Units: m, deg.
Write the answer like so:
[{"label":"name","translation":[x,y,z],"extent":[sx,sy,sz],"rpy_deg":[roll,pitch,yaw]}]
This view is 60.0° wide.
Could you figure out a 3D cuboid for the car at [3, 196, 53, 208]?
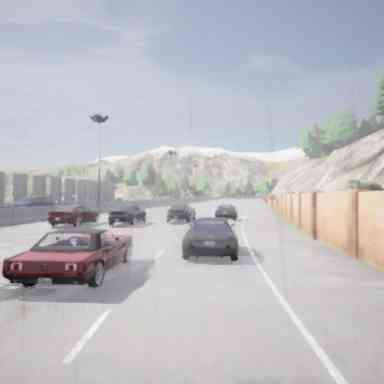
[{"label":"car","translation":[-17.376,1.452,36.376],"extent":[2.150,2.045,5.566],"rpy_deg":[0,-1,10]}]

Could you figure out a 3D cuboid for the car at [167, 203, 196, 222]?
[{"label":"car","translation":[-0.840,1.731,28.100],"extent":[1.837,1.490,4.892],"rpy_deg":[0,0,9]}]

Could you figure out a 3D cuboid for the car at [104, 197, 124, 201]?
[{"label":"car","translation":[-16.866,1.688,73.772],"extent":[2.033,1.411,5.357],"rpy_deg":[0,0,12]}]

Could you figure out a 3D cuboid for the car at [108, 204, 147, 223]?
[{"label":"car","translation":[-4.818,1.694,25.361],"extent":[1.837,1.490,4.892],"rpy_deg":[0,0,8]}]

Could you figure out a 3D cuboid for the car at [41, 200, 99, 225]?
[{"label":"car","translation":[-8.508,1.643,24.339],"extent":[1.882,1.535,5.008],"rpy_deg":[0,0,8]}]

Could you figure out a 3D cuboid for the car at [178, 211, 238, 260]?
[{"label":"car","translation":[0.752,1.673,12.980],"extent":[1.994,1.385,4.181],"rpy_deg":[0,0,5]}]

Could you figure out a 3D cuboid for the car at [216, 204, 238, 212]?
[{"label":"car","translation":[3.290,1.832,31.527],"extent":[1.994,1.385,4.181],"rpy_deg":[0,0,10]}]

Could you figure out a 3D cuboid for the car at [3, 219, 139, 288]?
[{"label":"car","translation":[-3.045,1.667,9.409],"extent":[1.895,1.301,4.718],"rpy_deg":[0,0,3]}]

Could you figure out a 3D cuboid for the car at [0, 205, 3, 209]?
[{"label":"car","translation":[-21.309,1.761,34.268],"extent":[1.994,1.385,4.181],"rpy_deg":[0,0,10]}]

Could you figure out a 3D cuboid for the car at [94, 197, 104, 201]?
[{"label":"car","translation":[-20.290,1.665,74.500],"extent":[1.812,1.442,4.674],"rpy_deg":[0,0,12]}]
